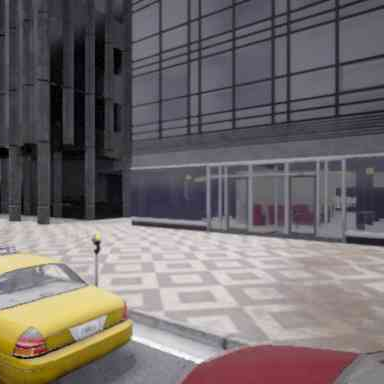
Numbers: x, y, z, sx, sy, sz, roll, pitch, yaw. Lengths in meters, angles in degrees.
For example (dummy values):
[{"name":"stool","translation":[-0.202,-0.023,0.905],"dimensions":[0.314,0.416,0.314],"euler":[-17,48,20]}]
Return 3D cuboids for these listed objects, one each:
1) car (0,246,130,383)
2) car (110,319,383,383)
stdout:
[{"name":"car","translation":[-3.062,1.523,5.150],"dimensions":[4.829,1.417,1.752],"euler":[0,0,36]},{"name":"car","translation":[1.698,1.582,1.752],"dimensions":[4.206,1.307,1.802],"euler":[0,0,36]}]
